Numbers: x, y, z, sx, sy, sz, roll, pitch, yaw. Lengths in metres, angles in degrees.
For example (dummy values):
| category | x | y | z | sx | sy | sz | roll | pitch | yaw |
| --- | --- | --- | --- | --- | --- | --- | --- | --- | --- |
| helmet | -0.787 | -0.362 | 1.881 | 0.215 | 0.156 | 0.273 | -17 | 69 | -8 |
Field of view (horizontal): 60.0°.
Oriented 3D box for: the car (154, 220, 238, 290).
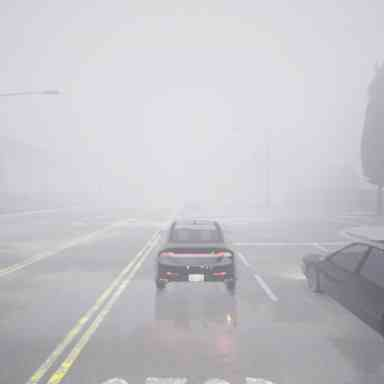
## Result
| category | x | y | z | sx | sy | sz | roll | pitch | yaw |
| --- | --- | --- | --- | --- | --- | --- | --- | --- | --- |
| car | 0.080 | 1.508 | 9.108 | 2.128 | 1.511 | 4.902 | 0 | 0 | 0 |

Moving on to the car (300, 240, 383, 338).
| category | x | y | z | sx | sy | sz | roll | pitch | yaw |
| --- | --- | --- | --- | --- | --- | --- | --- | --- | --- |
| car | 3.587 | 1.557 | 5.745 | 2.033 | 1.411 | 5.357 | 0 | 0 | 0 |

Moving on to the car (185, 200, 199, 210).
| category | x | y | z | sx | sy | sz | roll | pitch | yaw |
| --- | --- | --- | --- | --- | --- | --- | --- | --- | --- |
| car | 0.003 | 1.676 | 44.068 | 1.895 | 1.301 | 4.718 | 0 | 0 | 0 |
